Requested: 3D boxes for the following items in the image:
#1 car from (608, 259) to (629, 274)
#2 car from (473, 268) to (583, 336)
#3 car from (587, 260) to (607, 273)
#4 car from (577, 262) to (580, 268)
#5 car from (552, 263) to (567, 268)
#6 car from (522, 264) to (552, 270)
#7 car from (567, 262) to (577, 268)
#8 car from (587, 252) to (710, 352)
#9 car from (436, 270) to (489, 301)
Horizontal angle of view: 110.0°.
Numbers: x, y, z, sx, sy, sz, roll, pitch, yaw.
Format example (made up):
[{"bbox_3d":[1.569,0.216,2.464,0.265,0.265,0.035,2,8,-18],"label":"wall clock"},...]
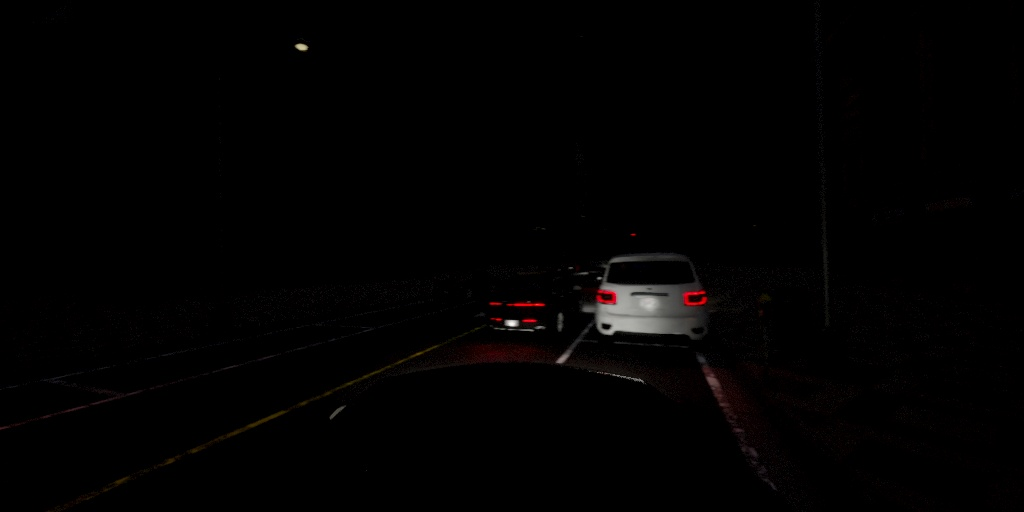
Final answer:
[{"bbox_3d":[12.296,1.208,41.058,1.882,1.535,5.008,-1,0,21],"label":"car"},{"bbox_3d":[0.854,1.295,10.634,1.837,1.490,4.892,-1,0,21],"label":"car"},{"bbox_3d":[10.995,1.320,46.130,1.812,1.442,4.674,-1,-1,21],"label":"car"},{"bbox_3d":[7.511,1.409,44.685,1.888,1.381,4.507,0,0,21],"label":"car"},{"bbox_3d":[3.592,1.429,34.352,1.888,1.381,4.507,0,0,21],"label":"car"},{"bbox_3d":[1.572,1.419,29.027,1.751,1.417,4.829,0,0,21],"label":"car"},{"bbox_3d":[5.552,1.418,39.518,1.888,1.381,4.507,0,0,21],"label":"car"},{"bbox_3d":[3.487,0.947,9.121,2.150,2.045,5.566,-1,0,21],"label":"car"},{"bbox_3d":[-2.288,1.460,18.854,1.888,1.381,4.507,0,0,21],"label":"car"}]
